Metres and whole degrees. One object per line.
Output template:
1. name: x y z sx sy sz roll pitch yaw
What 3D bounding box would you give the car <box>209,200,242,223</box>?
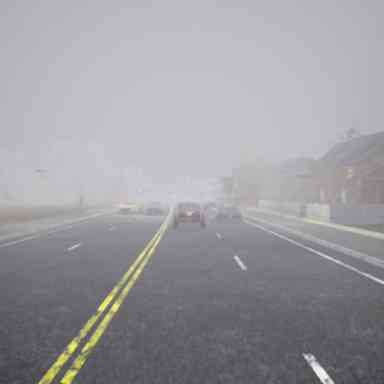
1. car: 2.900 1.644 27.477 2.128 1.511 4.902 0 0 -1

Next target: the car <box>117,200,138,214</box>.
1. car: -7.418 1.708 38.811 1.882 1.535 5.008 0 0 -2

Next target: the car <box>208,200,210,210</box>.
1. car: 2.290 1.747 42.627 1.837 1.490 4.892 0 0 -2

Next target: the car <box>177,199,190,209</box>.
1. car: -1.328 1.819 51.021 1.812 1.442 4.674 0 0 -3

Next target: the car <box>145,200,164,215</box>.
1. car: -4.077 1.691 36.685 1.882 1.535 5.008 0 0 -2

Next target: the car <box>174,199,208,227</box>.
1. car: -0.222 1.487 23.882 2.097 1.767 4.553 0 0 -1
